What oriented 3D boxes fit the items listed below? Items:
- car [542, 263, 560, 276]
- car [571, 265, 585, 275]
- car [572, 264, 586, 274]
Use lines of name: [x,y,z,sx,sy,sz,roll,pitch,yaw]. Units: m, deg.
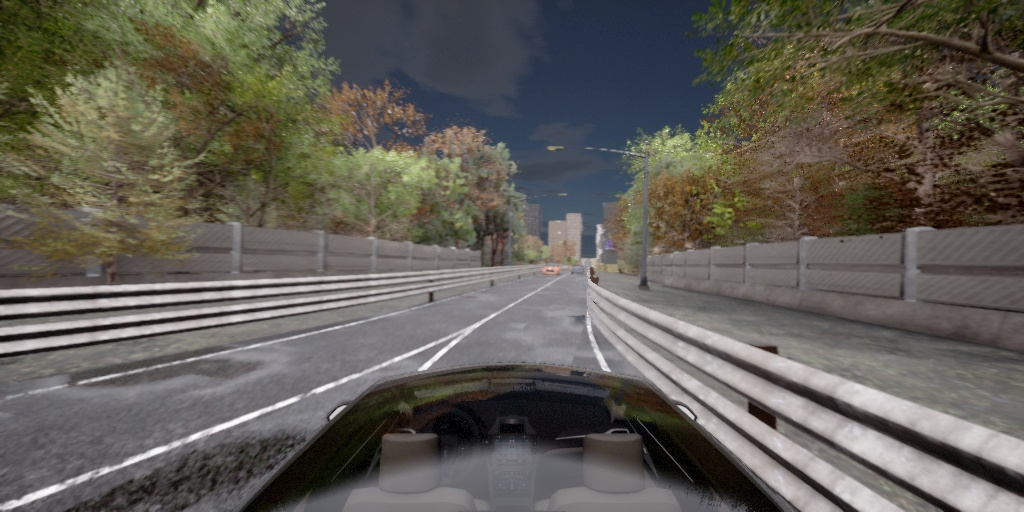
car: [5.413,1.705,48.889,2.097,1.767,4.553,2,-1,13]
car: [9.709,2.090,53.183,2.033,1.411,5.357,2,-1,12]
car: [11.858,2.274,63.235,2.128,1.511,4.902,2,-1,12]
